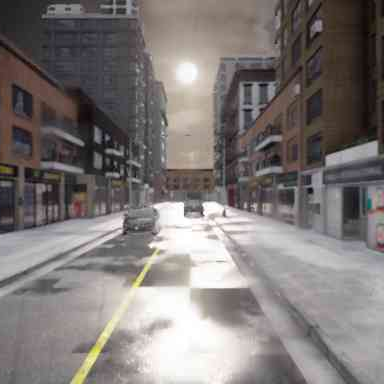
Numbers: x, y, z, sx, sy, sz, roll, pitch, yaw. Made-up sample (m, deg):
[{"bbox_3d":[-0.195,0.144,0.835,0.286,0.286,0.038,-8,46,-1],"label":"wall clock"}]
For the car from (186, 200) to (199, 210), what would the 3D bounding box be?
[{"bbox_3d":[0.100,1.955,51.100,1.895,1.301,4.718,0,0,0],"label":"car"}]

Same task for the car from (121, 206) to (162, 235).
[{"bbox_3d":[-2.844,1.624,19.554,1.837,1.490,4.892,0,0,0],"label":"car"}]

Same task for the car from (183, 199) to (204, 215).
[{"bbox_3d":[0.128,1.594,36.842,2.097,1.767,4.553,0,0,-3],"label":"car"}]
